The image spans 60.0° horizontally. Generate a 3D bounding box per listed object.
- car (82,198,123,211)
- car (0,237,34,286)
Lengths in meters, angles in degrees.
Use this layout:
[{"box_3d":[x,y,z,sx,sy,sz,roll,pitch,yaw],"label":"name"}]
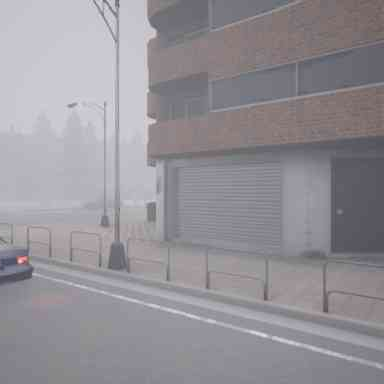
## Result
[{"box_3d":[-10.831,1.427,40.431,4.902,1.511,2.128,0,0,-40],"label":"car"},{"box_3d":[-6.115,1.545,8.320,5.357,1.411,2.033,0,0,36],"label":"car"}]
